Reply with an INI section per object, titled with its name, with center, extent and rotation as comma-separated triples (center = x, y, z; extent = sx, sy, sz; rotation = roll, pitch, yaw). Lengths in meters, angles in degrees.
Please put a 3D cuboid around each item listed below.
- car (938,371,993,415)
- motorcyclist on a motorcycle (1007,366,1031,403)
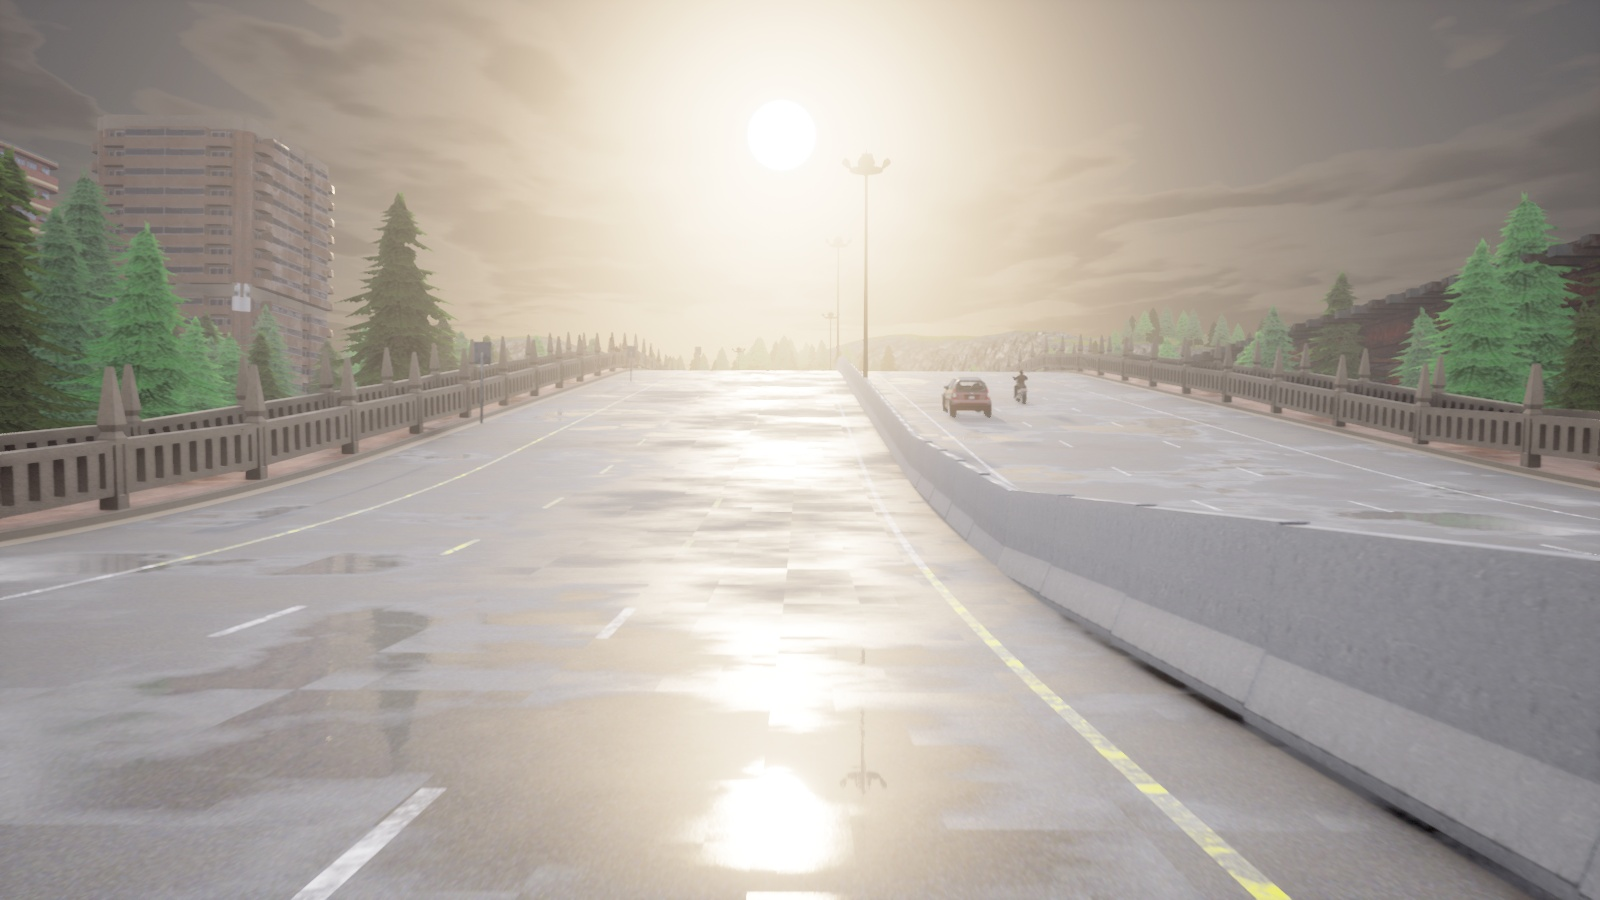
[car]
center = 7.055, -2.468, 53.911
extent = 1.851, 1.617, 3.988
rotation = 0, 6, 0
[motorcyclist on a motorcycle]
center = 10.573, -3.178, 60.742
extent = 0.766, 1.649, 2.350
rotation = 0, 6, 0
